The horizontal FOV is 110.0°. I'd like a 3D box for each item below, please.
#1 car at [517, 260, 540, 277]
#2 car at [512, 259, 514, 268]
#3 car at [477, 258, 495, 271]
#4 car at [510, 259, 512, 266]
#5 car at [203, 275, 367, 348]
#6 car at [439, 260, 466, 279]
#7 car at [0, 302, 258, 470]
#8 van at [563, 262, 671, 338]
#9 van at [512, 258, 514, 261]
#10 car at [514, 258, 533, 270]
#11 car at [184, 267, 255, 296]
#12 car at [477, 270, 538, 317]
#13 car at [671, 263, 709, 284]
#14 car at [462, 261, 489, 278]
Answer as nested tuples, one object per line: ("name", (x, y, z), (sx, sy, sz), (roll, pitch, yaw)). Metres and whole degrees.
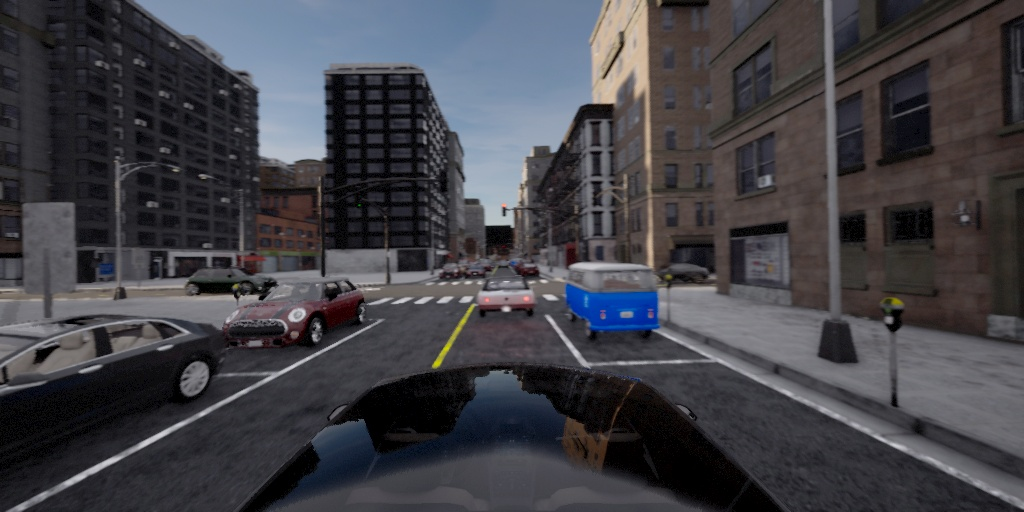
("car", (1.831, 1.407, 36.686), (1.888, 1.381, 4.507), (0, 0, -1))
("car", (1.416, 1.484, 52.909), (1.888, 1.381, 4.507), (0, 0, -1))
("car", (-4.020, 1.400, 51.679), (2.097, 1.767, 4.553), (-1, 0, -1))
("car", (1.139, 1.554, 63.725), (1.948, 1.339, 4.313), (0, 0, -1))
("car", (-5.503, 1.340, 9.610), (1.967, 1.591, 4.097), (0, 0, -1))
("car", (-6.190, 1.470, 36.480), (1.967, 1.591, 4.097), (0, 0, -1))
("car", (-5.358, 1.424, 3.931), (2.007, 1.370, 4.403), (0, 0, -1))
("van", (2.518, 1.073, 9.815), (1.690, 1.789, 3.998), (0, 0, -1))
("van", (1.278, 1.305, 58.318), (1.690, 1.789, 3.998), (0, 0, -1))
("car", (1.693, 1.202, 42.094), (2.192, 1.841, 5.009), (0, 0, -1))
("car", (-16.702, 1.461, 21.560), (4.553, 1.767, 2.097), (-1, 0, -1))
("car", (-0.229, 1.407, 13.538), (1.895, 1.301, 4.718), (-1, 0, -1))
("car", (11.385, 1.208, 25.360), (4.674, 1.442, 1.812), (-1, 0, 1))
("car", (-3.673, 1.542, 36.721), (1.994, 1.385, 4.181), (-1, 0, -2))
